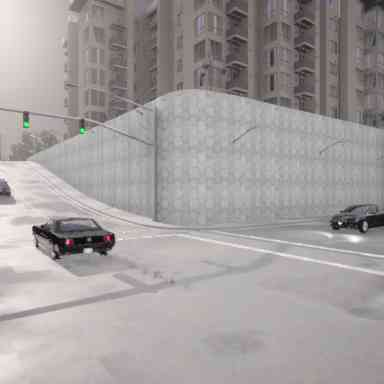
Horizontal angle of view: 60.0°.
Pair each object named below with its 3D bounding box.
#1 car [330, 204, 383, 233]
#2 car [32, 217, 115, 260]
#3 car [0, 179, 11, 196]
[{"bbox_3d":[10.196,1.504,19.872,4.892,1.490,1.837,0,0,-36],"label":"car"},{"bbox_3d":[-4.655,1.601,12.559,1.895,1.301,4.718,0,0,-36],"label":"car"},{"bbox_3d":[-18.923,-0.565,32.409,2.033,1.411,5.357,0,11,-36],"label":"car"}]
